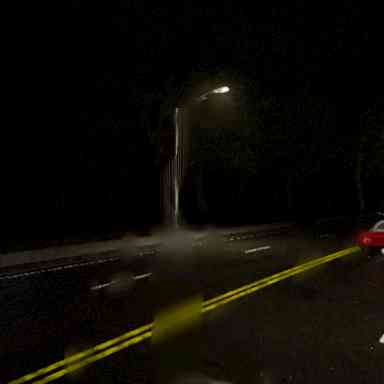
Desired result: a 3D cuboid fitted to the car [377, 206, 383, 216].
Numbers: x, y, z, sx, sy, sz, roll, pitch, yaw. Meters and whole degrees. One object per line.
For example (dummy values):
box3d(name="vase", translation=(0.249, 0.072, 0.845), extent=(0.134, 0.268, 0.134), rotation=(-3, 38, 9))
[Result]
box3d(name="car", translation=(20.052, 1.922, 33.134), extent=(4.892, 1.490, 1.837), rotation=(0, -2, -42))

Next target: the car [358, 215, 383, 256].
box3d(name="car", translation=(8.234, 1.743, 12.976), extent=(1.895, 1.301, 4.718), rotation=(-3, -2, 45))
